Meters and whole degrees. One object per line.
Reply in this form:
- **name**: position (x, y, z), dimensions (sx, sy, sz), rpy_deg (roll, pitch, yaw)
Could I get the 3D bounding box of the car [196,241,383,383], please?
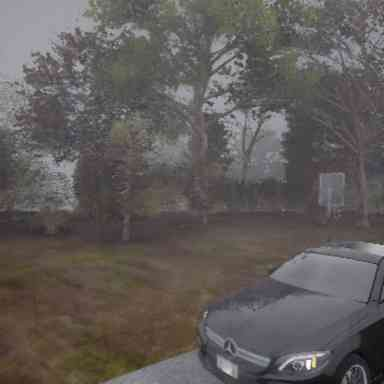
- **car**: position (2.220, 1.512, 4.778), dimensions (4.674, 1.442, 1.812), rpy_deg (0, 0, -37)
